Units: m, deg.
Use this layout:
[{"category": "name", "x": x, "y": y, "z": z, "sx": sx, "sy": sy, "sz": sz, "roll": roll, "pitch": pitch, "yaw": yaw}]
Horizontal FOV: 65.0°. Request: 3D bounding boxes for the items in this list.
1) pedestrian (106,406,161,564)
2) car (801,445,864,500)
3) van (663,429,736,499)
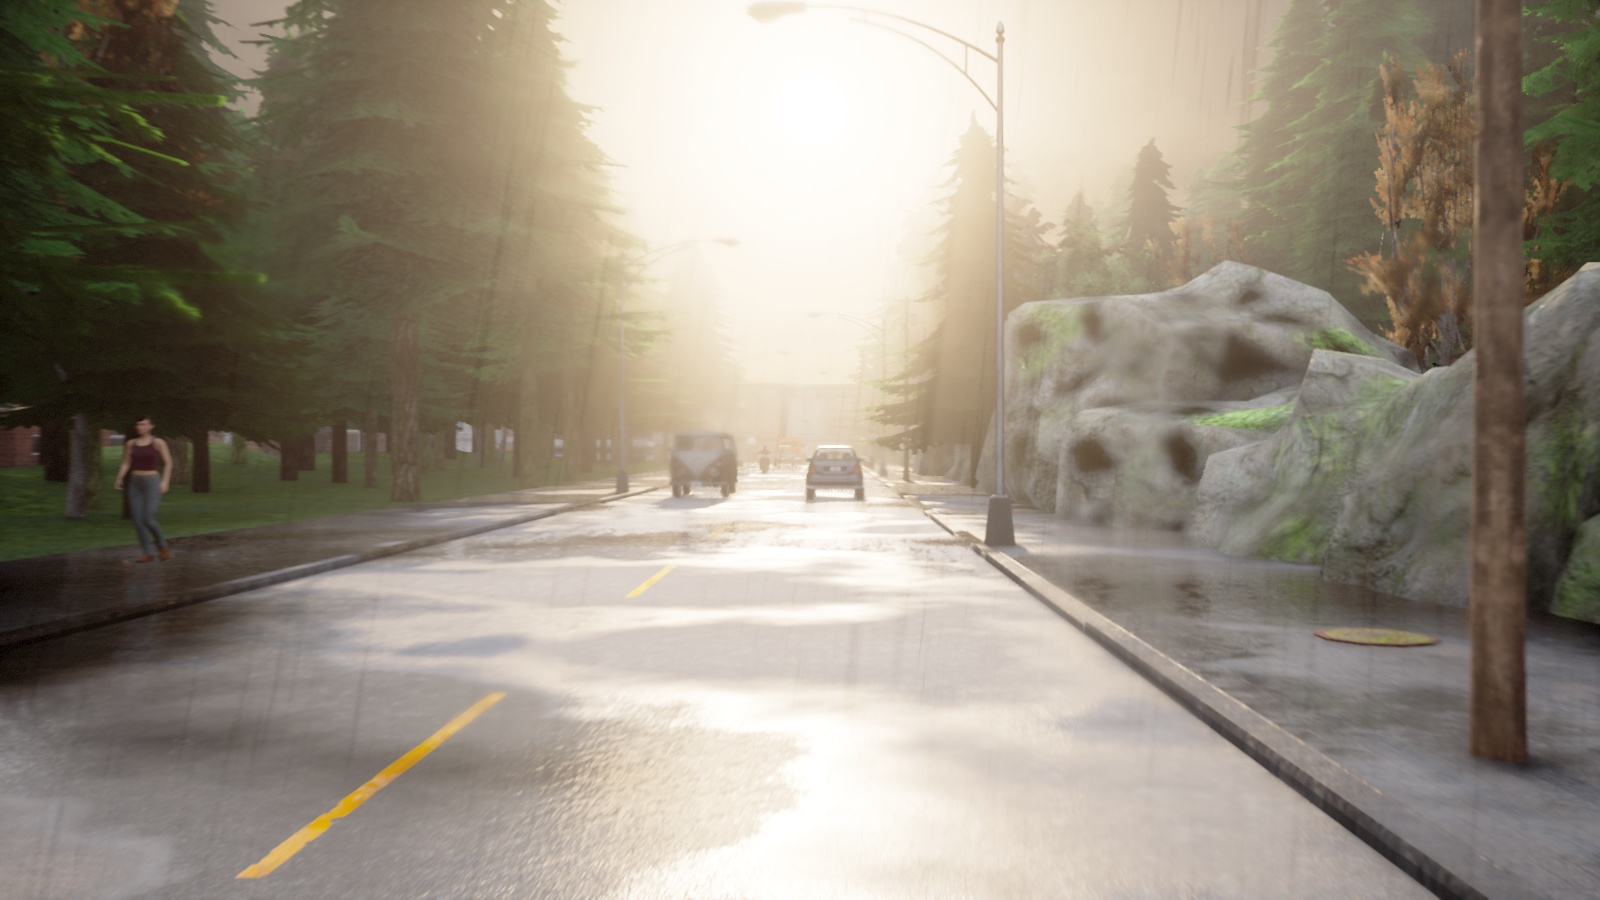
[{"category": "pedestrian", "x": -7.882, "y": 0.404, "z": 14.866, "sx": 0.345, "sy": 1.836, "sz": 0.594, "roll": 0, "pitch": 0, "yaw": -1}, {"category": "car", "x": 0.975, "y": 0.638, "z": 37.572, "sx": 1.789, "sy": 1.549, "sz": 3.705, "roll": 0, "pitch": 0, "yaw": 1}, {"category": "van", "x": -3.006, "y": 0.403, "z": 38.337, "sx": 1.775, "sy": 1.987, "sz": 4.442, "roll": 0, "pitch": 0, "yaw": 1}]
